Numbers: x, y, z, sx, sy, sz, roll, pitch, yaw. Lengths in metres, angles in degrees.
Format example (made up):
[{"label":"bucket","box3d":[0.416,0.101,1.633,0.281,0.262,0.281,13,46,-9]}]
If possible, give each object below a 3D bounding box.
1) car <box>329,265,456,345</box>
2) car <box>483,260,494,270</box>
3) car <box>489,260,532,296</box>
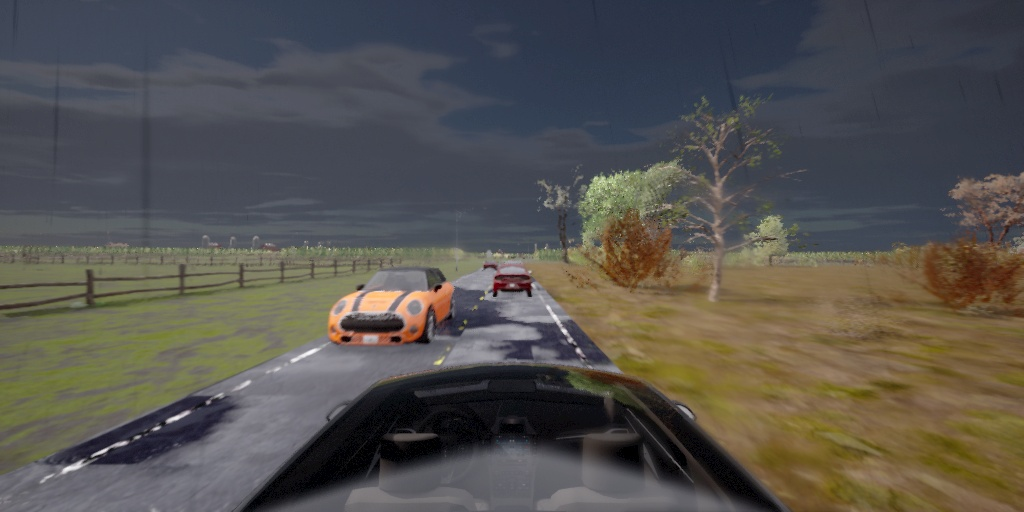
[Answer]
[{"label":"car","box3d":[-2.828,1.072,9.441,2.097,1.767,4.553,0,0,0]},{"label":"car","box3d":[-2.825,1.187,47.583,1.895,1.301,4.718,0,0,0]},{"label":"car","box3d":[0.033,1.165,18.809,1.882,1.535,5.008,0,1,1]}]
